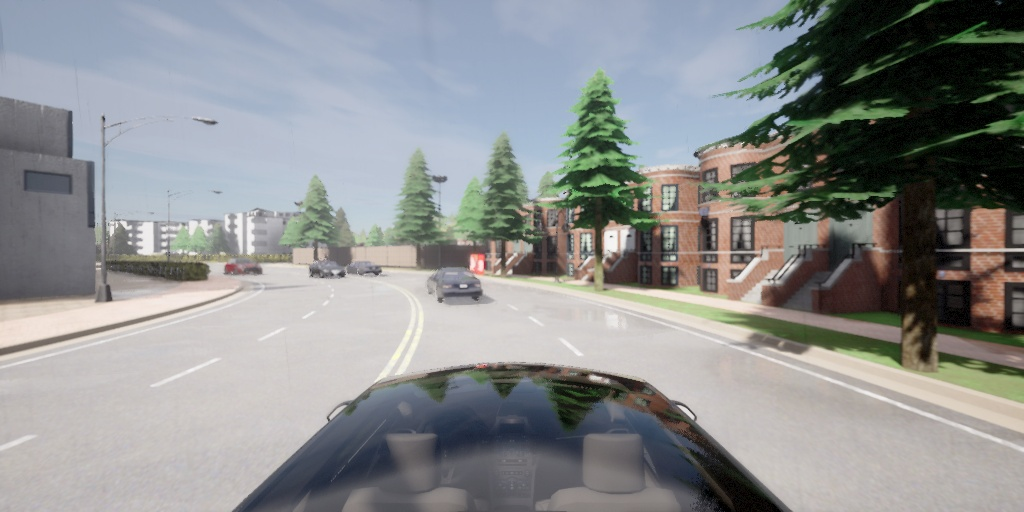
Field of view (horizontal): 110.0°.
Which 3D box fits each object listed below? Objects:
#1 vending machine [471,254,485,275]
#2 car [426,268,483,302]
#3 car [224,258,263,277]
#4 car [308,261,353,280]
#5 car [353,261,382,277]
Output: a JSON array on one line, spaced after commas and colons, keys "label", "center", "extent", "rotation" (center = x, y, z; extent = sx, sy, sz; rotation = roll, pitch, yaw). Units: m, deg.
[{"label": "vending machine", "center": [-3.128, 0.833, 32.838], "extent": [1.100, 2.100, 0.880], "rotation": [0, 0, -36]}, {"label": "car", "center": [-2.830, 1.245, 16.751], "extent": [2.033, 1.411, 5.357], "rotation": [0, 0, -20]}, {"label": "car", "center": [-26.149, 1.017, 34.901], "extent": [4.553, 1.767, 2.097], "rotation": [0, 0, 37]}, {"label": "car", "center": [-15.836, 1.157, 30.604], "extent": [2.128, 1.511, 4.902], "rotation": [0, 0, -45]}, {"label": "car", "center": [-14.529, 1.195, 34.657], "extent": [5.357, 1.411, 2.033], "rotation": [0, 0, 43]}]
